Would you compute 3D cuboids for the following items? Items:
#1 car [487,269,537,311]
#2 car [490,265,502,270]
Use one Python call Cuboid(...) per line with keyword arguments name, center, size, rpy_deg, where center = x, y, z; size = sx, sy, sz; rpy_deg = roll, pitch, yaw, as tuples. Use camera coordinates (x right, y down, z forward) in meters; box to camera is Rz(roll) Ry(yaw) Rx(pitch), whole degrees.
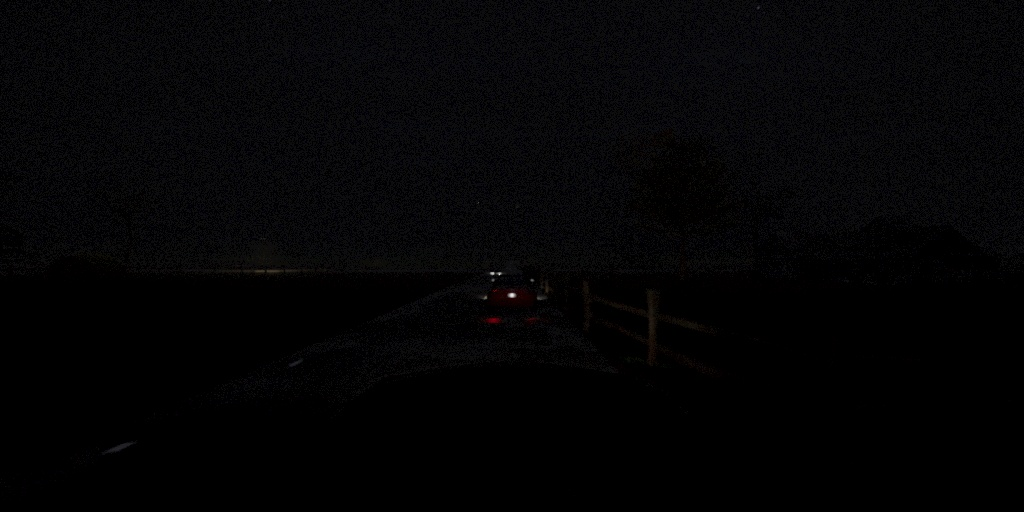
Cuboid(name="car", center=(0.026, 1.447, 15.275), size=(1.994, 1.385, 4.181), rpy_deg=(0, -1, 1))
Cuboid(name="car", center=(-2.765, 2.246, 63.325), size=(2.033, 1.411, 5.357), rpy_deg=(0, -1, 1))
